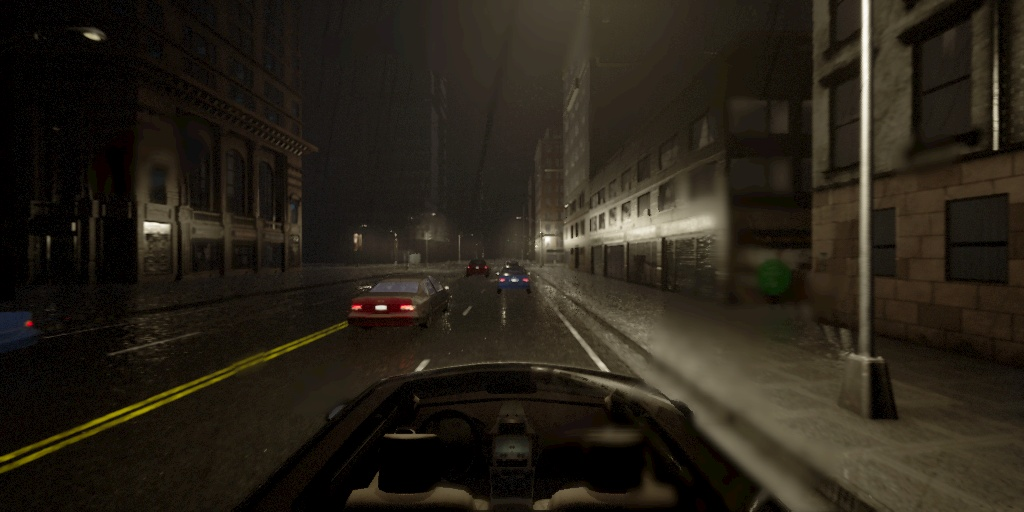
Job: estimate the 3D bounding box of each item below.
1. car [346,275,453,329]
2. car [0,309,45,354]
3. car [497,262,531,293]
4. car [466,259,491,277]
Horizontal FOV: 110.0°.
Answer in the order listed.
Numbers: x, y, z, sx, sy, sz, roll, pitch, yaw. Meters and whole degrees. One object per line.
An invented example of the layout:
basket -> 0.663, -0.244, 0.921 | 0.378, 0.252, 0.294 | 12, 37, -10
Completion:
car -> -3.150, 1.290, 11.130 | 2.033, 1.411, 5.357 | 0, 0, 0
car -> -9.840, 1.295, 4.351 | 2.033, 1.411, 5.357 | 0, 0, 0
car -> 0.099, 1.282, 20.841 | 2.033, 1.411, 5.357 | 0, 0, 0
car -> -3.151, 1.077, 34.686 | 2.097, 1.767, 4.553 | 0, 0, 0
